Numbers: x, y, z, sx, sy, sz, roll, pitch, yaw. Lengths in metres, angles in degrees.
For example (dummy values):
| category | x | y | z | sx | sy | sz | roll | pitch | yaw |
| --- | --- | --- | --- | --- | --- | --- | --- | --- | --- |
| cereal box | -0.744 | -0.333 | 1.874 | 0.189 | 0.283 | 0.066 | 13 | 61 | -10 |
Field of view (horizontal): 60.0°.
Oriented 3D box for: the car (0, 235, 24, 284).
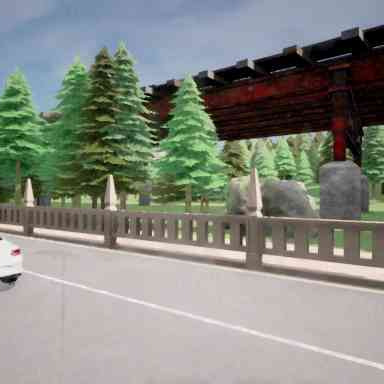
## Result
| category | x | y | z | sx | sy | sz | roll | pitch | yaw |
| --- | --- | --- | --- | --- | --- | --- | --- | --- | --- |
| car | -6.023 | 1.527 | 8.299 | 4.674 | 1.442 | 1.812 | -1 | 0 | 35 |
